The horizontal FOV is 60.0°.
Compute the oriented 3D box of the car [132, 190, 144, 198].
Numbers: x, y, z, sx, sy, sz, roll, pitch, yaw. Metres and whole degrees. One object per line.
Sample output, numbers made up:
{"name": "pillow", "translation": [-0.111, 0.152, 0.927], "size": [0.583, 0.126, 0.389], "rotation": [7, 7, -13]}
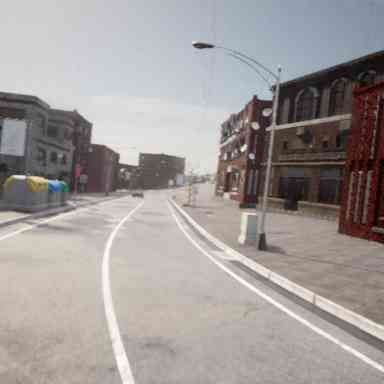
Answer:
{"name": "car", "translation": [-10.183, 0.324, 63.143], "size": [1.994, 1.385, 4.181], "rotation": [6, 0, -6]}
